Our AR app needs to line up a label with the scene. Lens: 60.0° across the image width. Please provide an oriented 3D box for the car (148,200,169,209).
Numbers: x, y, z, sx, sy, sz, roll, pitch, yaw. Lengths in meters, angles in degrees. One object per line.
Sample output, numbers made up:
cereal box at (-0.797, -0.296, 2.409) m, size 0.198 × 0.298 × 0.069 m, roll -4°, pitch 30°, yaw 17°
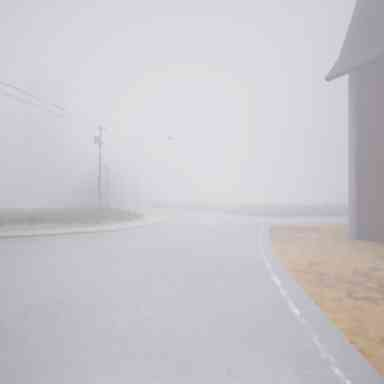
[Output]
car at (-5.721, 2.036, 56.275) m, size 2.033 × 1.411 × 5.357 m, roll 0°, pitch 0°, yaw -30°
